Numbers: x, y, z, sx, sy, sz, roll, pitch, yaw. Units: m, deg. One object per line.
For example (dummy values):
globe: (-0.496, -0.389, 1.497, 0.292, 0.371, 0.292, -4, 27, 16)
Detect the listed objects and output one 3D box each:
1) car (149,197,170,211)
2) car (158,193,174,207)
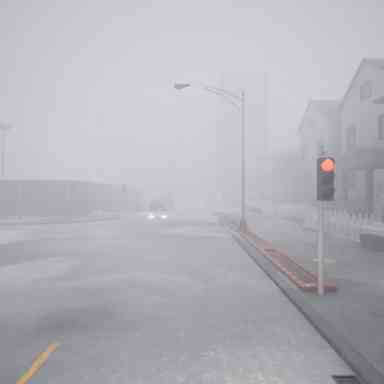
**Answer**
car: (-4.074, 1.589, 40.911, 1.895, 1.301, 4.718, 0, 0, 0)
car: (-4.046, 1.207, 51.551, 2.150, 2.045, 5.566, 0, 0, 1)
